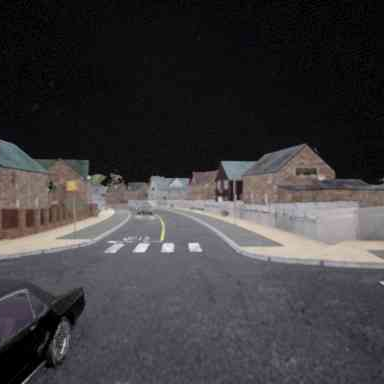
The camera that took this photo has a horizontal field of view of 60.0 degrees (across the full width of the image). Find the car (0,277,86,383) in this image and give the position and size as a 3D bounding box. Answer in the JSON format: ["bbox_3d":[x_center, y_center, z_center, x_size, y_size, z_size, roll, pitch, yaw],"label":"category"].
[{"bbox_3d":[-2.691,1.672,3.235,1.895,1.301,4.718,0,-2,1],"label":"car"}]

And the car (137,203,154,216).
[{"bbox_3d":[-5.972,2.202,42.615,1.837,1.490,4.892,0,-1,-10],"label":"car"}]
